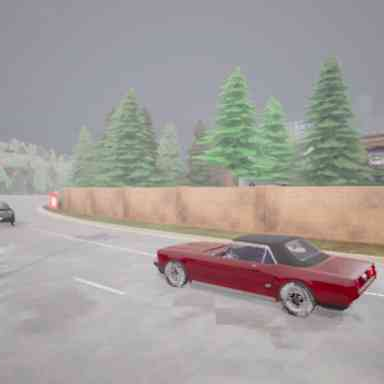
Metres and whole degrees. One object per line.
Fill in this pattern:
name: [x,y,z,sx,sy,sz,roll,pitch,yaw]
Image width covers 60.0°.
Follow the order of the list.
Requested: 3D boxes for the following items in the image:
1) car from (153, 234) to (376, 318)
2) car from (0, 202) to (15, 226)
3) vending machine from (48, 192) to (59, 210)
car: [1.359,1.611,7.514,4.718,1.301,1.895,0,0,38]
car: [-12.973,1.408,21.745,2.128,1.511,4.902,0,0,-39]
vending machine: [-16.651,1.087,39.919,1.100,2.100,0.880,0,0,-27]
